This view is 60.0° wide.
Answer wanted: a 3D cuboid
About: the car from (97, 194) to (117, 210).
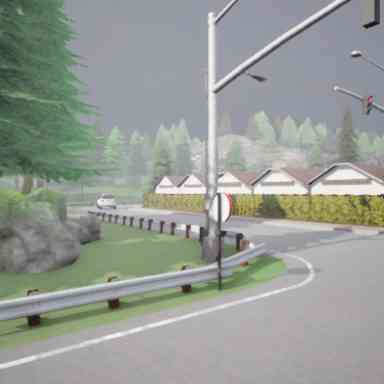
[{"bbox_3d":[-11.651,1.283,45.645,2.150,2.045,5.566,-1,0,-19],"label":"car"}]
